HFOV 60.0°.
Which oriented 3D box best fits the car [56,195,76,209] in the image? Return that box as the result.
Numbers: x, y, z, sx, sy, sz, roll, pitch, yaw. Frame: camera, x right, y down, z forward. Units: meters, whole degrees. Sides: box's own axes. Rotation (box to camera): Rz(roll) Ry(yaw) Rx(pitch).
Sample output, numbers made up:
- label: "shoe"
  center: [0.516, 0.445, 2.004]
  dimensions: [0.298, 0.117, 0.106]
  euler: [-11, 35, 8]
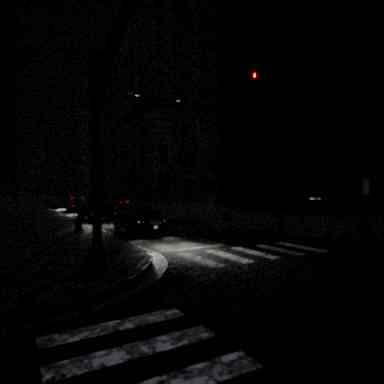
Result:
- label: "car"
  center: [-16.979, 1.466, 44.391]
  dimensions: [1.994, 1.385, 4.181]
  euler: [-1, 0, -28]

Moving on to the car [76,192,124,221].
- label: "car"
  center: [-7.556, 1.133, 26.757]
  dimensions: [2.150, 2.045, 5.566]
  euler: [-1, 0, -28]

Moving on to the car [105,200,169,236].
- label: "car"
  center: [-2.887, 1.414, 18.078]
  dimensions: [2.128, 1.511, 4.902]
  euler: [-1, 0, -28]

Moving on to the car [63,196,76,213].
- label: "car"
  center: [-12.264, 1.431, 35.541]
  dimensions: [1.812, 1.442, 4.674]
  euler: [-1, 0, -28]

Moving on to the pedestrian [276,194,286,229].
- label: "pedestrian"
  center: [4.569, 0.992, 17.366]
  dimensions: [0.375, 1.860, 0.375]
  euler: [0, -1, -28]

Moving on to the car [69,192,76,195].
- label: "car"
  center: [-19.974, 1.086, 56.612]
  dimensions: [2.150, 2.045, 5.566]
  euler: [-1, 1, -28]

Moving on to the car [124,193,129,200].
- label: "car"
  center: [-8.217, 1.088, 34.746]
  dimensions: [2.150, 2.045, 5.566]
  euler: [-1, 0, -28]
